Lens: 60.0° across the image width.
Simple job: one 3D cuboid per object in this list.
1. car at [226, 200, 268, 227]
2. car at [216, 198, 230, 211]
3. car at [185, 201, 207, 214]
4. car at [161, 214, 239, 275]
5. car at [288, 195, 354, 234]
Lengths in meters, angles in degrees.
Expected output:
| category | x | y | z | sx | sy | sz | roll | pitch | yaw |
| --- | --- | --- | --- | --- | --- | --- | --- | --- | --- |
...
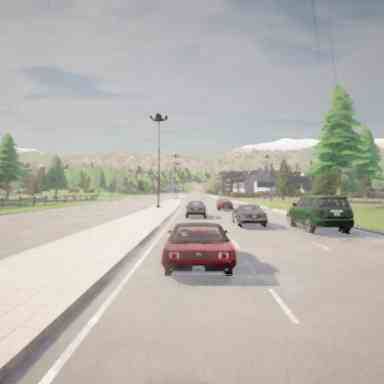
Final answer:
| category | x | y | z | sx | sy | sz | roll | pitch | yaw |
| --- | --- | --- | --- | --- | --- | --- | --- | --- | --- |
| car | 3.790 | 1.520 | 22.558 | 2.033 | 1.411 | 5.357 | 0 | 0 | 0 |
| car | 3.929 | 1.468 | 40.455 | 1.812 | 1.442 | 4.674 | 0 | 0 | 0 |
| car | 0.357 | 1.499 | 30.097 | 2.033 | 1.411 | 5.357 | 0 | 0 | 1 |
| car | 0.186 | 1.584 | 10.347 | 1.895 | 1.301 | 4.718 | 0 | 0 | 0 |
| car | 7.263 | 1.207 | 19.293 | 2.150 | 2.045 | 5.566 | 0 | 0 | 0 |
